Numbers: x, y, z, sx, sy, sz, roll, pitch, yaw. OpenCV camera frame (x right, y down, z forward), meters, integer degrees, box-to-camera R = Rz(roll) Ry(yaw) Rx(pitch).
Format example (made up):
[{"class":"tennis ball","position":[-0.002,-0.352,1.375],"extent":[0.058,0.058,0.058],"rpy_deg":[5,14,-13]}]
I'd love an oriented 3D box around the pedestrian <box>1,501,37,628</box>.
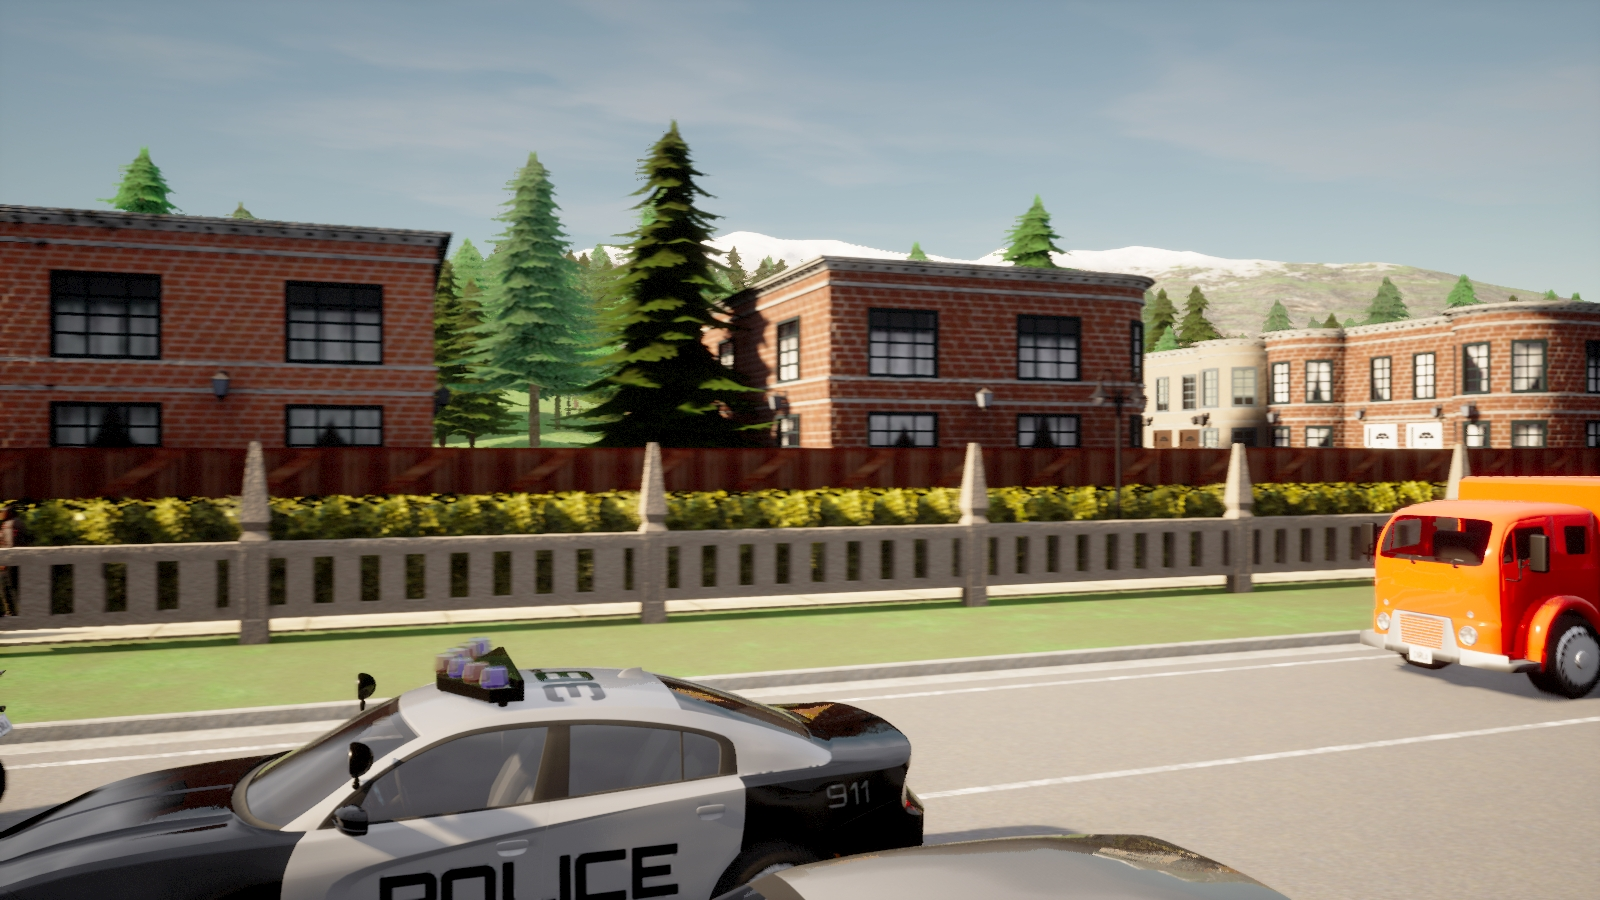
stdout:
[{"class":"pedestrian","position":[-11.673,1.698,17.079],"extent":[0.375,1.860,0.375],"rpy_deg":[0,0,-22]}]

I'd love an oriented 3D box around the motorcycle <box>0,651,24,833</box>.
[{"class":"motorcycle","position":[-6.998,2.205,8.201],"extent":[2.209,1.251,0.867],"rpy_deg":[0,0,-20]}]

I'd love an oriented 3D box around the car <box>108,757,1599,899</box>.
[{"class":"car","position":[0.189,2.065,3.370],"extent":[4.193,1.474,1.816],"rpy_deg":[0,0,-20]}]

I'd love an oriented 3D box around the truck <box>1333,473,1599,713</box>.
[{"class":"truck","position":[9.719,1.568,14.285],"extent":[5.204,2.467,2.627],"rpy_deg":[0,0,-20]}]

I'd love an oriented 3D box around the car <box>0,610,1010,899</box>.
[{"class":"car","position":[-1.654,1.982,6.421],"extent":[5.238,1.638,2.097],"rpy_deg":[0,0,-20]}]
